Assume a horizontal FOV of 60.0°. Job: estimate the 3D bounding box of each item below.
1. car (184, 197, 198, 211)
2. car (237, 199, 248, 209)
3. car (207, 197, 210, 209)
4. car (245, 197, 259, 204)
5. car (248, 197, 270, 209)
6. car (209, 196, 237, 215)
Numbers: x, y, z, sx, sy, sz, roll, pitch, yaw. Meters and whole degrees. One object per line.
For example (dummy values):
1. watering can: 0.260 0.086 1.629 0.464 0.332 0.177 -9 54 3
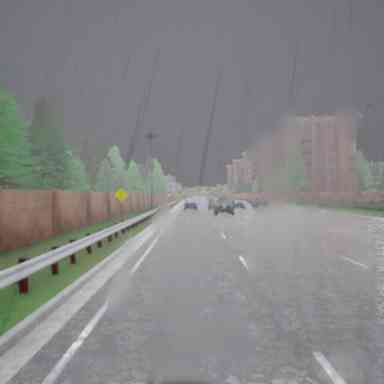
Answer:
1. car: -0.179 1.915 49.543 1.882 1.535 5.008 -1 0 0
2. car: 6.810 1.854 50.462 1.812 1.442 4.674 -1 0 0
3. car: 3.315 1.928 49.681 2.033 1.411 5.357 -1 0 0
4. car: 13.576 1.957 75.112 2.128 1.511 4.902 -1 -1 -1
5. car: 10.307 1.619 50.202 2.097 1.767 4.553 -1 -1 0
6. car: 3.462 1.625 37.660 2.097 1.767 4.553 -1 0 0
